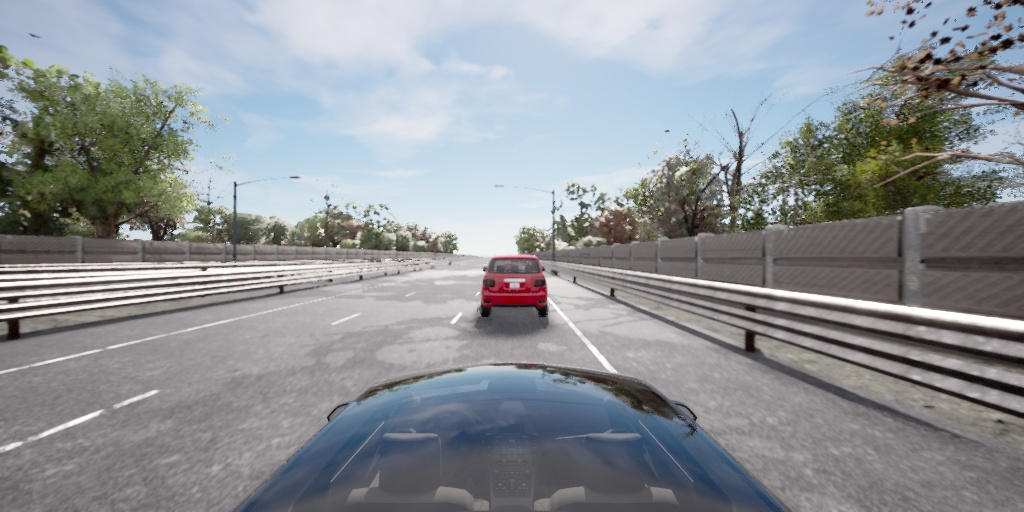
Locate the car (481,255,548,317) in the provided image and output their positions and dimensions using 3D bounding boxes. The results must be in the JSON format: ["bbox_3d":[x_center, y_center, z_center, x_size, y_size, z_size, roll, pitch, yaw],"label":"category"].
[{"bbox_3d":[0.064,0.976,13.397,2.150,2.045,5.566,0,0,0],"label":"car"}]
